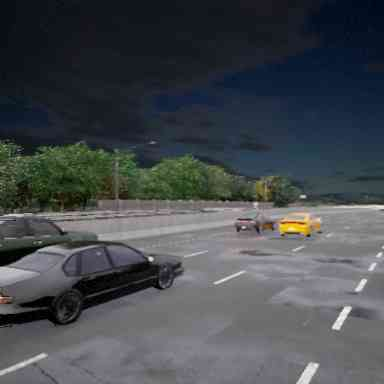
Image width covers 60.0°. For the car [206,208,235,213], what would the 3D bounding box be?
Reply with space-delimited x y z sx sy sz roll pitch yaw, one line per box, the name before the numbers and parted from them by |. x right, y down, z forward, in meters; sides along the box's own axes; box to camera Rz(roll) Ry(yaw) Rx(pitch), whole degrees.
car | 4.162 3.007 43.398 1.812 1.442 4.674 -2 -2 34

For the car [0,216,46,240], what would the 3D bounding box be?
car | -13.094 2.560 23.692 1.812 1.442 4.674 -2 -2 33

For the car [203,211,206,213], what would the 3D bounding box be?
car | 3.941 3.823 61.958 1.895 1.301 4.718 -2 -3 34

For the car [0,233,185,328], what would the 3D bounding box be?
car | -2.344 1.877 7.885 2.033 1.411 5.357 -2 -2 33

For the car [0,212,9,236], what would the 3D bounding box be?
car | -16.531 2.473 24.847 2.097 1.767 4.553 -2 -2 33

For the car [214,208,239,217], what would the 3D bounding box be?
car | 6.157 3.625 58.997 2.033 1.411 5.357 -2 -3 34

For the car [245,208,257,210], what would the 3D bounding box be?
car | 10.408 3.548 59.071 1.837 1.490 4.892 -2 -3 34

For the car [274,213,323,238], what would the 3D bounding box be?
car | 7.611 2.199 22.913 1.882 1.535 5.008 -2 -2 33

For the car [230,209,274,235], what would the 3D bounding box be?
car | 4.954 2.329 25.237 2.128 1.511 4.902 -2 -2 33

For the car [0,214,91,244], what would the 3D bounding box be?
car | -5.244 1.660 9.861 2.150 2.045 5.566 -2 -2 33
